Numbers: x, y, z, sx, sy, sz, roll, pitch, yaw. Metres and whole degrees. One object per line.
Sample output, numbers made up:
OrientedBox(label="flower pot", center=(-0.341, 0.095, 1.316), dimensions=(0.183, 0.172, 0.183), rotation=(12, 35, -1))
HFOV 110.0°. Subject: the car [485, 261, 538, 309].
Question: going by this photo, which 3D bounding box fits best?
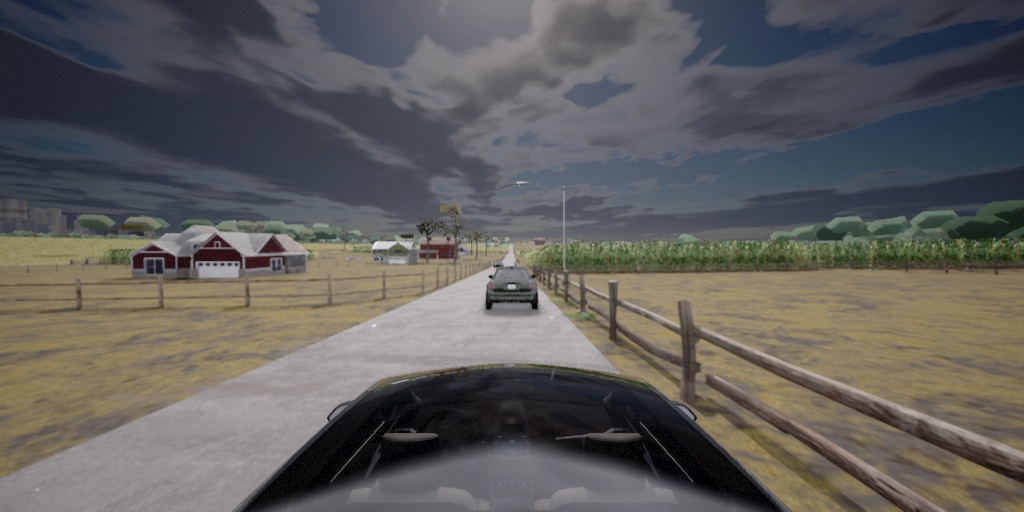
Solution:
OrientedBox(label="car", center=(-0.002, 1.230, 15.910), dimensions=(2.097, 1.767, 4.553), rotation=(0, -1, 0))
